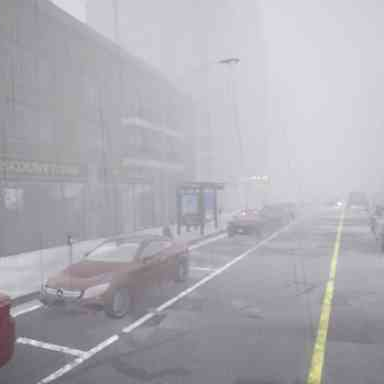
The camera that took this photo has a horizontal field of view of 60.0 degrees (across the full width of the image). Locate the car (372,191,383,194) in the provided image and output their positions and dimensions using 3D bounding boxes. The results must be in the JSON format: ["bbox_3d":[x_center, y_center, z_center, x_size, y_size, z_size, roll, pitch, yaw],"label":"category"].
[{"bbox_3d":[24.882,0.840,44.195,2.192,1.841,5.009,-2,0,25],"label":"car"}]

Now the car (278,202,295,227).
[{"bbox_3d":[5.535,1.543,22.713,1.947,1.339,4.313,-2,0,25],"label":"car"}]

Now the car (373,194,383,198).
[{"bbox_3d":[20.242,1.153,34.172,2.008,1.369,4.403,-2,0,25],"label":"car"}]

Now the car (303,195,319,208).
[{"bbox_3d":[14.833,1.404,42.762,1.802,1.307,4.206,-2,0,25],"label":"car"}]

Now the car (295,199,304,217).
[{"bbox_3d":[7.860,1.504,27.725,1.947,1.339,4.313,-2,0,25],"label":"car"}]

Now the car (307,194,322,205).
[{"bbox_3d":[19.477,1.184,52.787,1.967,1.590,4.097,-2,0,25],"label":"car"}]

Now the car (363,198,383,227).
[{"bbox_3d":[10.572,1.299,17.976,1.837,1.490,4.892,-2,0,25],"label":"car"}]

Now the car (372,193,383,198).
[{"bbox_3d":[22.566,1.129,39.182,1.947,1.339,4.313,-2,0,25],"label":"car"}]

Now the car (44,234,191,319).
[{"bbox_3d":[-1.437,1.676,7.676,1.802,1.307,4.206,-2,0,25],"label":"car"}]

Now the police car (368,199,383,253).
[{"bbox_3d":[8.092,1.261,12.633,1.930,1.638,5.238,-2,0,25],"label":"police car"}]

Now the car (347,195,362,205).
[{"bbox_3d":[24.664,1.173,50.497,1.895,1.301,4.718,-2,0,25],"label":"car"}]

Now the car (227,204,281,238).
[{"bbox_3d":[3.211,1.561,17.701,1.887,1.381,4.507,-2,0,25],"label":"car"}]

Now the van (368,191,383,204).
[{"bbox_3d":[27.207,0.827,49.206,1.690,1.788,3.998,-2,0,25],"label":"van"}]

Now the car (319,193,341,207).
[{"bbox_3d":[19.020,1.260,45.652,2.033,1.411,5.357,-2,0,25],"label":"car"}]

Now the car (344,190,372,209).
[{"bbox_3d":[19.164,0.886,38.623,2.150,2.045,5.566,-2,0,25],"label":"car"}]

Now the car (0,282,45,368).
[{"bbox_3d":[-3.762,1.677,2.664,1.887,1.381,4.507,-2,0,25],"label":"car"}]

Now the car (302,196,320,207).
[{"bbox_3d":[17.156,1.349,47.774,1.947,1.339,4.313,-2,0,25],"label":"car"}]

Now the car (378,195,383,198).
[{"bbox_3d":[17.918,1.192,29.161,2.008,1.369,4.403,-2,0,25],"label":"car"}]
